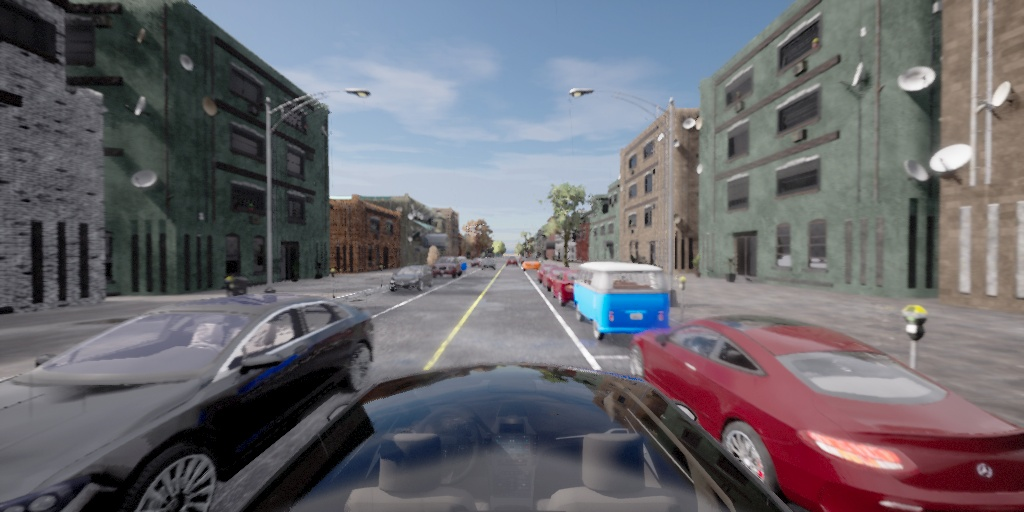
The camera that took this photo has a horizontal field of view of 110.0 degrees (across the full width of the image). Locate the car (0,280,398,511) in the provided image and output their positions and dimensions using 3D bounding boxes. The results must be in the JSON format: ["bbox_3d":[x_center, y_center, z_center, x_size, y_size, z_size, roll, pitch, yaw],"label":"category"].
[{"bbox_3d":[-3.100,1.235,3.833,2.128,1.511,4.902,0,0,0],"label":"car"}]

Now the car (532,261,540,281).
[{"bbox_3d":[2.704,1.258,26.269,1.802,1.307,4.207,0,0,0],"label":"car"}]

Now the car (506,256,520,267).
[{"bbox_3d":[0.024,0.918,62.804,2.097,1.767,4.553,0,0,0],"label":"car"}]

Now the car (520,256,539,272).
[{"bbox_3d":[2.404,0.975,44.160,2.097,1.767,4.553,0,0,0],"label":"car"}]

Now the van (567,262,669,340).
[{"bbox_3d":[2.697,1.067,9.624,1.690,1.789,3.998,0,0,0],"label":"van"}]

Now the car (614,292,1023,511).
[{"bbox_3d":[2.695,1.325,4.075,1.802,1.307,4.207,0,0,0],"label":"car"}]

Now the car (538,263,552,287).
[{"bbox_3d":[2.701,1.275,20.720,1.802,1.307,4.207,0,0,0],"label":"car"}]

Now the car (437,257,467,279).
[{"bbox_3d":[-5.674,0.975,31.819,2.192,1.841,5.009,0,0,0],"label":"car"}]

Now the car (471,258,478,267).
[{"bbox_3d":[-5.663,1.016,59.560,1.967,1.591,4.097,0,0,0],"label":"car"}]

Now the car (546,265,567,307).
[{"bbox_3d":[2.700,1.255,15.172,1.888,1.381,4.507,0,0,0],"label":"car"}]

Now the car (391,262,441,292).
[{"bbox_3d":[-5.679,1.244,20.722,2.007,1.370,4.403,0,0,0],"label":"car"}]

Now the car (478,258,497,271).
[{"bbox_3d":[-3.054,1.121,47.135,1.837,1.490,4.892,0,0,0],"label":"car"}]
